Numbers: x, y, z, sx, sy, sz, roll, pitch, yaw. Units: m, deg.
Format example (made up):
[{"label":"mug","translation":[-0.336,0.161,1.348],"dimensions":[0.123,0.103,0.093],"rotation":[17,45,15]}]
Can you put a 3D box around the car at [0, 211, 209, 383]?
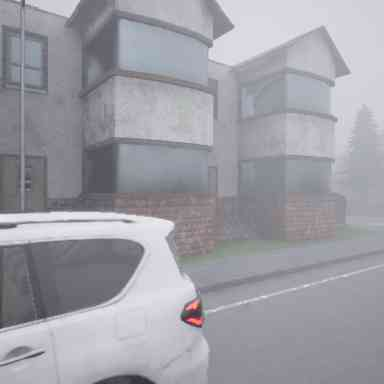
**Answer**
[{"label":"car","translation":[-2.452,1.221,2.220],"dimensions":[5.566,2.045,2.150],"rotation":[0,0,-35]}]
